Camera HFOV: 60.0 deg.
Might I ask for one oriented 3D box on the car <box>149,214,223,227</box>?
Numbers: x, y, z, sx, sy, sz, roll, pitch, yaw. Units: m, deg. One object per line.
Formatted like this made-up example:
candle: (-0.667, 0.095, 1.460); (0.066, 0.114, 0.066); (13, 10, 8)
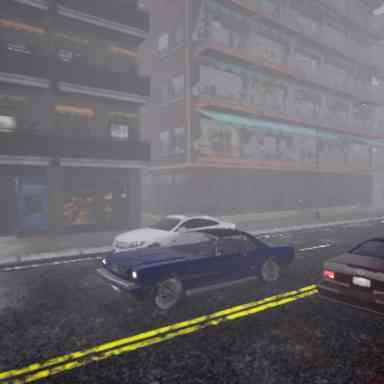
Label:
car: (-0.378, 1.503, 11.472); (4.674, 1.442, 1.812); (0, 0, -36)

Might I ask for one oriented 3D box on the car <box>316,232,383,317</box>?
car: (4.815, 1.514, 6.962); (5.357, 1.411, 2.033); (0, 0, -36)

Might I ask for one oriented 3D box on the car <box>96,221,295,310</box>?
car: (0.262, 1.583, 7.912); (4.718, 1.301, 1.895); (0, 0, -36)
